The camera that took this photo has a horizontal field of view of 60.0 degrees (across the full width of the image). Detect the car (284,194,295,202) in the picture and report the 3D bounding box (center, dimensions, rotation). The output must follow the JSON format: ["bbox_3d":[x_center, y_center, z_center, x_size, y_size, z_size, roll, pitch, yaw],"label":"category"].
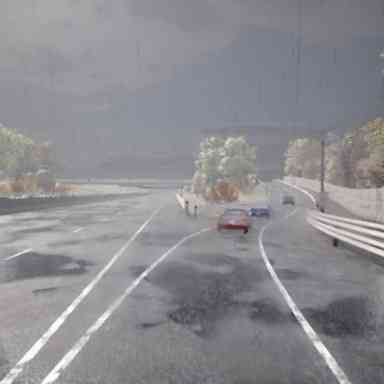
[{"bbox_3d":[22.066,1.275,75.436,2.128,1.511,4.902,1,4,16],"label":"car"}]

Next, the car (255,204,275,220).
[{"bbox_3d":[7.565,2.048,35.421,1.882,1.535,5.008,0,-1,22],"label":"car"}]

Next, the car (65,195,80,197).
[{"bbox_3d":[-25.115,1.314,71.564,1.895,1.301,4.718,0,0,-3],"label":"car"}]

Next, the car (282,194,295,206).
[{"bbox_3d":[18.976,1.584,65.438,2.150,2.045,5.566,1,3,17],"label":"car"}]

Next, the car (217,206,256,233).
[{"bbox_3d":[2.909,1.818,21.868,1.994,1.385,4.181,0,-1,14],"label":"car"}]

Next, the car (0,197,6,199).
[{"bbox_3d":[-23.442,1.311,39.353,1.837,1.490,4.892,0,-1,-3],"label":"car"}]

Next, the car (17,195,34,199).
[{"bbox_3d":[-27.781,1.259,55.762,2.128,1.511,4.902,0,0,-3],"label":"car"}]

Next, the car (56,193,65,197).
[{"bbox_3d":[-28.615,1.050,71.499,2.097,1.767,4.553,0,0,-3],"label":"car"}]

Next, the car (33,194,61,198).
[{"bbox_3d":[-24.291,1.388,55.941,1.895,1.301,4.718,0,0,-3],"label":"car"}]
